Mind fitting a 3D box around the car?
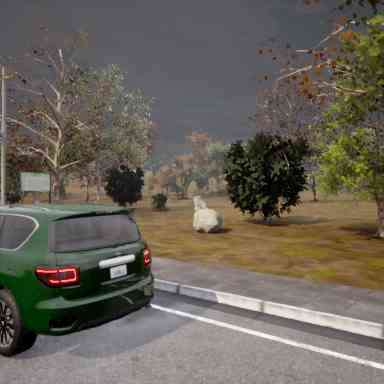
[{"bbox_3d":[-3.230,1.221,6.279,5.566,2.045,2.150,0,0,35],"label":"car"}]
